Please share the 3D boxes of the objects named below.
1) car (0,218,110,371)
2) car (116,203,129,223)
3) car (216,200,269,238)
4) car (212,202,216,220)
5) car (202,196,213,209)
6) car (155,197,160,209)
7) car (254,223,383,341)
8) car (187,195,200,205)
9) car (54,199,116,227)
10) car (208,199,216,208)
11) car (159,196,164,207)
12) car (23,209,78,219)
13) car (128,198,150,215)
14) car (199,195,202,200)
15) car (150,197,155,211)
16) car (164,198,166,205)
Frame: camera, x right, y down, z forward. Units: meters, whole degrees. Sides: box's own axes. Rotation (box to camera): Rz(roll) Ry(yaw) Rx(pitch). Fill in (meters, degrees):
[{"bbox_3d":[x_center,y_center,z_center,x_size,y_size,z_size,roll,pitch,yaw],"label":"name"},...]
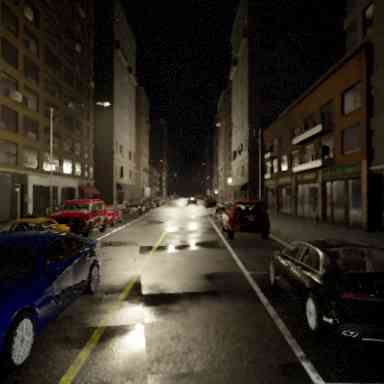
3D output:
[{"bbox_3d":[-3.076,1.482,5.876,1.882,1.535,5.008,0,0,0],"label":"car"},{"bbox_3d":[-5.844,1.603,22.944,1.802,1.307,4.206,1,0,0],"label":"car"},{"bbox_3d":[2.687,1.330,17.465,2.192,1.841,5.009,1,0,0],"label":"car"},{"bbox_3d":[2.686,1.587,22.956,1.947,1.339,4.313,0,0,0],"label":"car"},{"bbox_3d":[2.691,1.600,44.921,1.887,1.381,4.507,0,0,0],"label":"car"},{"bbox_3d":[-5.837,1.607,44.915,2.008,1.369,4.403,0,0,0],"label":"car"},{"bbox_3d":[2.682,1.556,6.482,2.008,1.369,4.403,1,0,0],"label":"car"},{"bbox_3d":[0.019,1.634,59.406,2.033,1.411,5.357,0,0,0],"label":"car"},{"bbox_3d":[-5.843,1.330,17.451,2.192,1.841,5.009,1,0,0],"label":"car"},{"bbox_3d":[2.687,1.579,28.447,2.008,1.369,4.403,0,0,0],"label":"car"},{"bbox_3d":[-5.834,1.507,50.408,1.967,1.590,4.097,0,0,0],"label":"car"},{"bbox_3d":[-5.846,1.535,11.788,1.752,1.417,4.829,1,0,0],"label":"car"},{"bbox_3d":[-5.839,1.477,33.929,1.967,1.590,4.097,1,0,0],"label":"car"},{"bbox_3d":[2.693,1.629,55.904,2.008,1.369,4.403,0,0,0],"label":"car"},{"bbox_3d":[-5.838,1.571,39.253,1.752,1.417,4.829,0,0,0],"label":"car"},{"bbox_3d":[-5.831,1.531,61.395,1.967,1.590,4.097,0,0,0],"label":"car"}]
